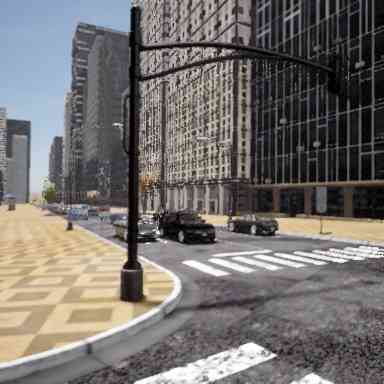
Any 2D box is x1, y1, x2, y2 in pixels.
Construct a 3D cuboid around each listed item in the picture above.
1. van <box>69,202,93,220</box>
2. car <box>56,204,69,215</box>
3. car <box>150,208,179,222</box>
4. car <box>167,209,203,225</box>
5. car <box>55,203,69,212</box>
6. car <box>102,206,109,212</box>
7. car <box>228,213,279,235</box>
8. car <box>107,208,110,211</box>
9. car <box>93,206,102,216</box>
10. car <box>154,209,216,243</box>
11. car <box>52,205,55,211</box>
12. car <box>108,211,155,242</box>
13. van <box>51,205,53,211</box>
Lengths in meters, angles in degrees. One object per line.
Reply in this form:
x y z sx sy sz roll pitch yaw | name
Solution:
-13.247 2.393 39.578 1.690 1.788 3.998 0 -1 -26 | van
-20.641 3.045 54.734 2.008 1.369 4.403 0 -1 -26 | car
-3.247 2.609 38.189 1.947 1.339 4.313 0 -1 -26 | car
-0.782 2.465 33.135 1.947 1.339 4.313 0 -1 -26 | car
-23.032 3.164 59.637 1.752 1.417 4.829 0 -1 -26 | car
-18.039 3.512 68.512 1.802 1.307 4.206 0 -1 -26 | car
4.149 2.163 23.026 2.008 1.369 4.403 0 -1 -26 | car
-6.274 2.422 31.216 1.895 1.301 4.718 1 -2 -26 | car
-15.191 2.921 49.711 1.994 1.385 4.181 1 -2 -26 | car
-0.377 1.957 19.136 1.882 1.535 5.008 1 -2 -24 | car
-25.571 3.338 64.843 1.887 1.381 4.507 0 -1 -26 | car
-3.383 2.026 19.355 2.008 1.369 4.403 0 -1 -26 | car
-28.039 3.285 69.900 1.690 1.788 3.998 0 -2 -26 | van
